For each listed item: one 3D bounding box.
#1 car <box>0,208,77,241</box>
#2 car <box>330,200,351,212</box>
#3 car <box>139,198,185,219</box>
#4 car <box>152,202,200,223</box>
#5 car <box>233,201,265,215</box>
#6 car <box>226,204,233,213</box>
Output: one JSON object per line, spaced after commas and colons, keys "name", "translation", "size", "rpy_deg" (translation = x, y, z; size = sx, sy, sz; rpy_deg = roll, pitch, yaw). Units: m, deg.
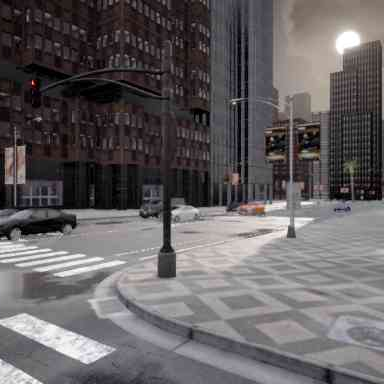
{"name": "car", "translation": [-8.657, 1.645, 18.192], "size": [1.882, 1.535, 5.008], "rpy_deg": [0, -1, 30]}
{"name": "car", "translation": [24.268, 2.428, 53.660], "size": [2.033, 1.411, 5.357], "rpy_deg": [0, -1, 34]}
{"name": "car", "translation": [-2.719, 1.604, 32.744], "size": [2.150, 2.045, 5.566], "rpy_deg": [0, -1, 35]}
{"name": "car", "translation": [-1.040, 1.889, 29.493], "size": [1.812, 1.442, 4.674], "rpy_deg": [0, -1, 35]}
{"name": "car", "translation": [7.383, 1.927, 41.367], "size": [2.097, 1.767, 4.553], "rpy_deg": [0, -1, 36]}
{"name": "car", "translation": [6.297, 2.175, 45.442], "size": [1.994, 1.385, 4.181], "rpy_deg": [0, -1, 36]}
